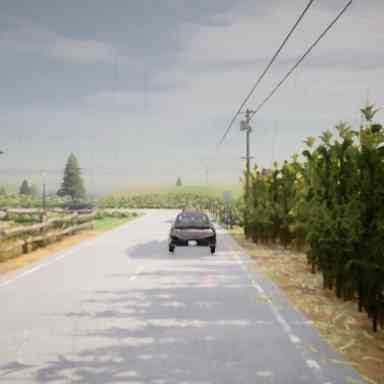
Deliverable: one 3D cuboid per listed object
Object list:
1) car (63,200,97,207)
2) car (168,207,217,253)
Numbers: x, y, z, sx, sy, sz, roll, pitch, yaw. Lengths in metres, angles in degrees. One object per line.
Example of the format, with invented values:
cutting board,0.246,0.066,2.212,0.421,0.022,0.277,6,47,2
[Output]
car,-15.842,1.952,47.087,4.892,1.490,1.837,0,-1,6
car,0.019,1.627,14.283,2.128,1.511,4.902,0,0,0
